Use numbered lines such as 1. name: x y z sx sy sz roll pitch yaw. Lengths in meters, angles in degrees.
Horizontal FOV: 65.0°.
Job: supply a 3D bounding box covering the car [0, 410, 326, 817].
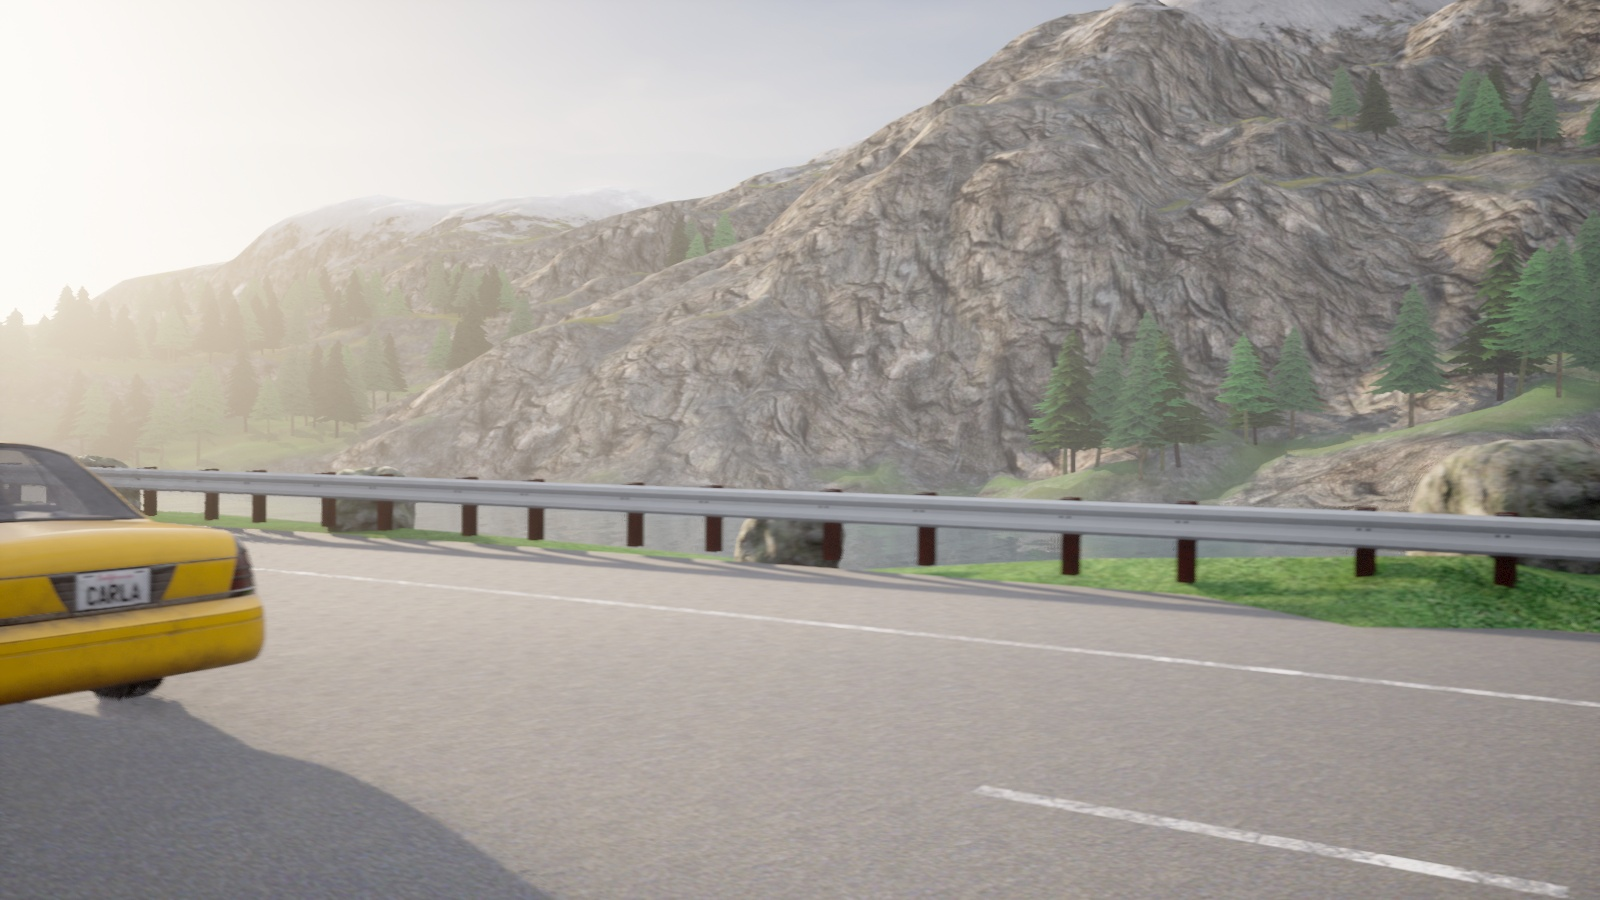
1. car: -5.104 0.624 6.738 5.366 1.575 1.801 0 1 31
